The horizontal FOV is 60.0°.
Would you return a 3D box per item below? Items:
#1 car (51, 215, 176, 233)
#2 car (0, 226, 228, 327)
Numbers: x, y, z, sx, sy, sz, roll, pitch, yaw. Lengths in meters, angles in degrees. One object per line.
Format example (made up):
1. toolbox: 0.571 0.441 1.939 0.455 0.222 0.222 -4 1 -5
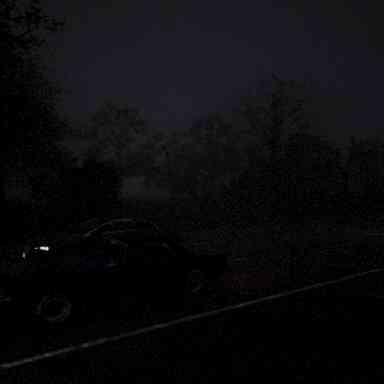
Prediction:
1. car: -2.671 1.526 10.685 4.902 1.511 2.128 1 0 -35
2. car: -1.567 1.625 7.174 4.718 1.301 1.895 1 0 -35
